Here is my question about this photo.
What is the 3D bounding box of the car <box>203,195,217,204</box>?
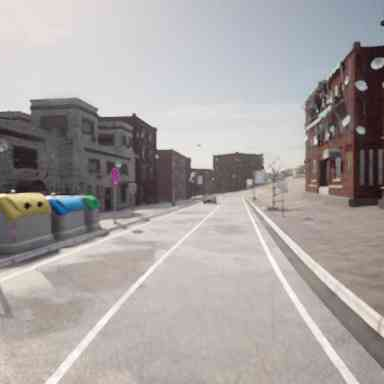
[{"bbox_3d":[2.808,1.160,51.138,1.994,1.385,4.181,0,0,8],"label":"car"}]
